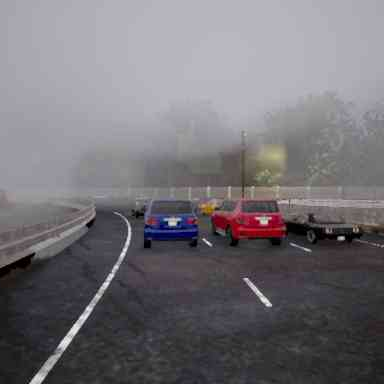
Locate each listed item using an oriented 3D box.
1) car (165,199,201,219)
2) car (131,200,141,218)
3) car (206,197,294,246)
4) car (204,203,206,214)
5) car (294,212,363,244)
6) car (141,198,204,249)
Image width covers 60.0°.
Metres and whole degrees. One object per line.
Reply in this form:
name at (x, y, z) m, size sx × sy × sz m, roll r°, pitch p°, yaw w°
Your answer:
car at (-0.974, 1.493, 30.724) m, size 2.128 × 1.511 × 4.902 m, roll 0°, pitch 0°, yaw -16°
car at (-4.332, 1.493, 29.736) m, size 2.128 × 1.511 × 4.902 m, roll 0°, pitch 0°, yaw -16°
car at (2.372, 1.256, 15.377) m, size 2.150 × 2.045 × 5.566 m, roll 0°, pitch 0°, yaw -8°
car at (2.384, 1.483, 31.711) m, size 1.882 × 1.535 × 5.008 m, roll 0°, pitch 0°, yaw -16°
car at (5.836, 1.615, 15.876) m, size 1.895 × 1.301 × 4.718 m, roll 0°, pitch 0°, yaw -8°
car at (-1.093, 1.256, 14.878) m, size 2.150 × 2.045 × 5.566 m, roll 0°, pitch 0°, yaw -8°
